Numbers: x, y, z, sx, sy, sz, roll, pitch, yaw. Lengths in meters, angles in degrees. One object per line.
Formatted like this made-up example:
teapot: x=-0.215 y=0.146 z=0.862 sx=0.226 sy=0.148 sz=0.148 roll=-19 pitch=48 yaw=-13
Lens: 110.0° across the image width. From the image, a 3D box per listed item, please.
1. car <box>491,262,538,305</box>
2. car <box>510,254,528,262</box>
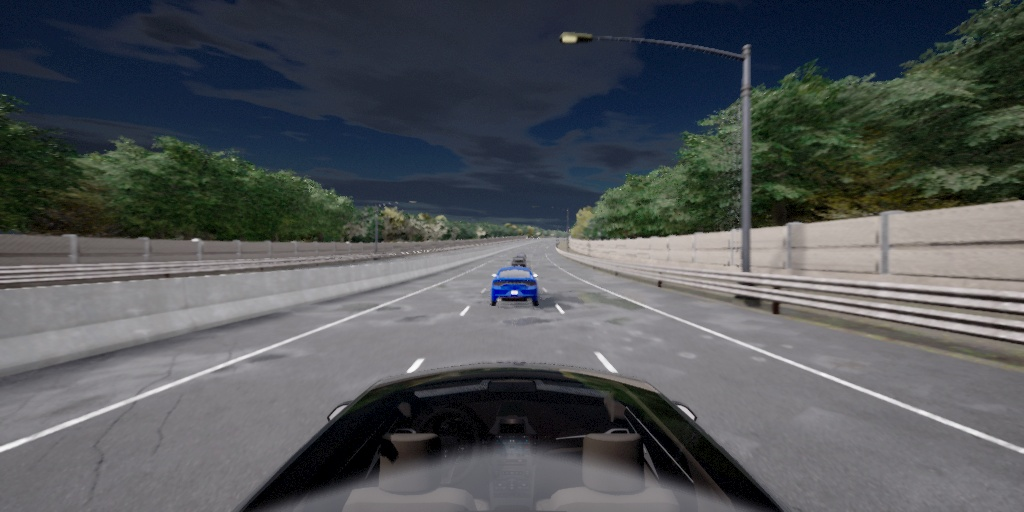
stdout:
car: x=0.128 y=1.221 z=16.020 sx=1.882 sy=1.535 sz=5.008 roll=0 pitch=0 yaw=1
car: x=0.842 y=0.821 z=43.624 sx=1.837 sy=1.490 sz=4.892 roll=0 pitch=1 yaw=2
